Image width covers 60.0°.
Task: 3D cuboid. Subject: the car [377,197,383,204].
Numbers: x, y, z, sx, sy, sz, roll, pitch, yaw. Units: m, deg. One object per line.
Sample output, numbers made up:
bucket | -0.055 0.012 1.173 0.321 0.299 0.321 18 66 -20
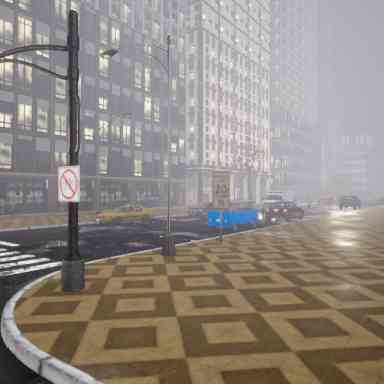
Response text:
car | 38.183 1.658 66.537 1.947 1.339 4.313 0 0 38

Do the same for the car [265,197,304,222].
car | 7.580 1.472 26.905 1.967 1.590 4.097 0 0 38

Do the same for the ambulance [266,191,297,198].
ambulance | 10.215 1.063 39.013 2.351 2.431 6.366 0 0 38

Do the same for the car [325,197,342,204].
car | 28.547 1.625 66.951 2.008 1.369 4.403 0 0 38

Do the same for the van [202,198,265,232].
van | 2.607 1.368 20.284 1.690 1.788 3.998 0 0 38

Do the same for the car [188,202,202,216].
car | 1.343 1.604 31.722 1.802 1.307 4.206 0 0 38

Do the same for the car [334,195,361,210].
car | 21.181 1.368 44.520 2.192 1.841 5.009 0 0 38

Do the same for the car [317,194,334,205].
car | 25.147 1.381 62.548 2.192 1.841 5.009 0 0 38

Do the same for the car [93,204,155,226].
car | -4.777 1.540 24.009 1.752 1.417 4.829 0 0 38
